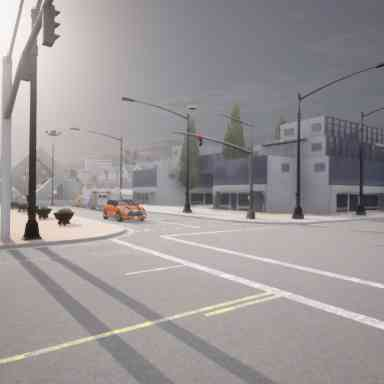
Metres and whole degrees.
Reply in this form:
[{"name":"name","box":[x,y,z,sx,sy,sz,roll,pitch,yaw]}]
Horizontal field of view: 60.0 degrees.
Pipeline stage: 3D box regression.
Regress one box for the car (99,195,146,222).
[{"name":"car","box":[-5.472,1.355,26.686,2.097,1.767,4.553,1,0,-35]}]

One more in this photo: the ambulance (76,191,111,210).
[{"name":"ambulance","box":[-12.758,1.057,43.611,2.351,2.431,6.366,1,0,-34]}]
